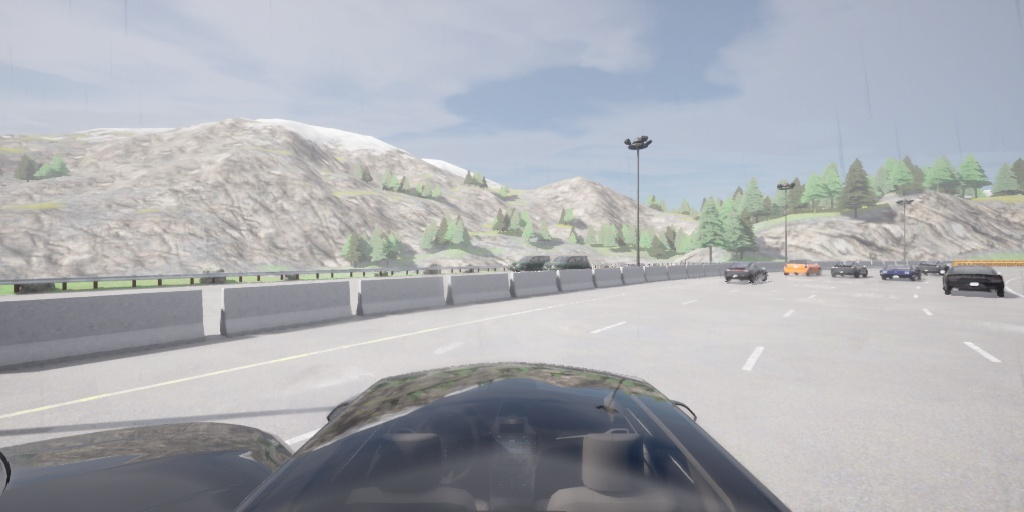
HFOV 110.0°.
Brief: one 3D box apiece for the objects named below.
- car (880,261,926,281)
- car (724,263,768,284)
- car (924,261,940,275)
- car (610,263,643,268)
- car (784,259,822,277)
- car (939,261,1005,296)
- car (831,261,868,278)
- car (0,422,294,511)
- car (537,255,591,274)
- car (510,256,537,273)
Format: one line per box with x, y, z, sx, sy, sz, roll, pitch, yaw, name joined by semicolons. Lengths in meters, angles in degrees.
32.304;1.351;29.728;4.718;1.301;1.895;0;0;-35;car
17.835;1.240;27.258;4.902;1.511;2.128;0;0;-41;car
43.308;1.242;36.862;4.902;1.511;2.128;0;0;-31;car
11.859;1.351;36.172;4.718;1.301;1.895;0;0;-40;car
29.419;1.102;36.233;4.553;1.767;2.097;0;0;-36;car
24.663;1.228;19.287;5.008;1.535;1.882;0;0;-41;car
31.370;1.242;33.338;4.902;1.511;2.128;0;0;-35;car
-2.982;1.255;0.524;4.892;1.490;1.837;0;0;-45;car
5.463;0.970;35.281;5.566;2.045;2.150;0;0;-42;car
2.312;0.971;41.834;5.566;2.045;2.150;0;0;-41;car
